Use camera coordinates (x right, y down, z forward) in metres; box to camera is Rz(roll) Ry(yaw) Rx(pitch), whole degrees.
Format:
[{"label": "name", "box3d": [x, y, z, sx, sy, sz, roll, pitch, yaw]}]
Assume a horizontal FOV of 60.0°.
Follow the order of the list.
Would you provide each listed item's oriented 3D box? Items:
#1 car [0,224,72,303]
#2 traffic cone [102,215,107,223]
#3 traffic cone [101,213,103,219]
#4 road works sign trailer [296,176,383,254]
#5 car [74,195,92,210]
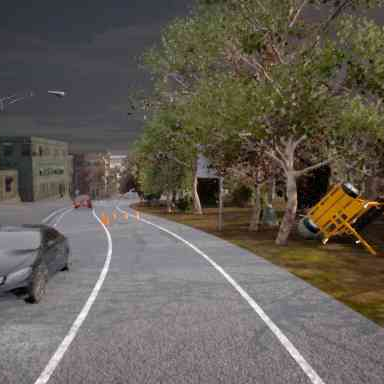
[{"label": "car", "box3d": [-4.256, 1.562, 8.235, 1.812, 1.442, 4.674, -1, 0, -9]}, {"label": "traffic cone", "box3d": [-5.903, 2.040, 23.192, 0.340, 0.580, 0.340, -2, 0, -18]}, {"label": "traffic cone", "box3d": [-6.518, 2.052, 25.093, 0.340, 0.580, 0.340, -2, 0, -18]}, {"label": "road works sign trailer", "box3d": [6.679, 1.194, 13.369, 3.560, 2.380, 2.880, 0, 46, -45]}, {"label": "car", "box3d": [-15.901, 1.436, 48.681, 2.150, 2.045, 5.566, -1, 0, -13]}]
